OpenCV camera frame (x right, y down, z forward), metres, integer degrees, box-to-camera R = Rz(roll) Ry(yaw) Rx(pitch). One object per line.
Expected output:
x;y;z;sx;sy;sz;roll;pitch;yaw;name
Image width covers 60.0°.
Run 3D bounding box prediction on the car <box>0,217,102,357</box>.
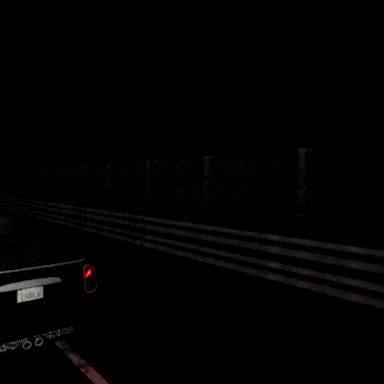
-3.359;1.196;5.588;2.097;1.767;4.553;0;1;-42;car
